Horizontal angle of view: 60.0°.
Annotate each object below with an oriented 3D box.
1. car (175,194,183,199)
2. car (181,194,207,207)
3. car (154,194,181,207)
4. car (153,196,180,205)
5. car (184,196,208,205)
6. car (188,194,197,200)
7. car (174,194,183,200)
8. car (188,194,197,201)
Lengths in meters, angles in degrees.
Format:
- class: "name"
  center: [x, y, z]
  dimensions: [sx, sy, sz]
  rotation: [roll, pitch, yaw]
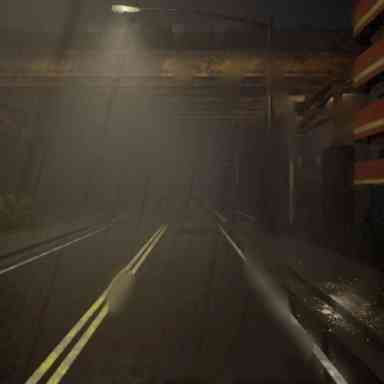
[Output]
- class: "car"
  center: [-3.303, 1.066, 82.811]
  dimensions: [1.853, 1.218, 4.536]
  rotation: [0, 0, 0]
- class: "car"
  center: [0.505, 1.321, 47.643]
  dimensions: [2.038, 1.542, 4.974]
  rotation: [0, 0, -20]
- class: "car"
  center: [-3.655, 1.320, 47.949]
  dimensions: [2.038, 1.542, 4.974]
  rotation: [0, 0, 25]
- class: "car"
  center: [-3.634, 1.162, 47.996]
  dimensions: [1.853, 1.218, 4.536]
  rotation: [0, 0, 25]
- class: "car"
  center: [0.487, 1.163, 47.691]
  dimensions: [1.853, 1.218, 4.536]
  rotation: [0, 0, -20]
- class: "car"
  center: [0.130, 1.090, 74.290]
  dimensions: [1.853, 1.218, 4.536]
  rotation: [0, 0, 0]
- class: "car"
  center: [-3.303, 1.224, 82.760]
  dimensions: [2.038, 1.542, 4.974]
  rotation: [0, 0, 0]
- class: "car"
  center: [0.131, 1.247, 74.239]
  dimensions: [2.038, 1.542, 4.974]
  rotation: [0, 0, 0]
